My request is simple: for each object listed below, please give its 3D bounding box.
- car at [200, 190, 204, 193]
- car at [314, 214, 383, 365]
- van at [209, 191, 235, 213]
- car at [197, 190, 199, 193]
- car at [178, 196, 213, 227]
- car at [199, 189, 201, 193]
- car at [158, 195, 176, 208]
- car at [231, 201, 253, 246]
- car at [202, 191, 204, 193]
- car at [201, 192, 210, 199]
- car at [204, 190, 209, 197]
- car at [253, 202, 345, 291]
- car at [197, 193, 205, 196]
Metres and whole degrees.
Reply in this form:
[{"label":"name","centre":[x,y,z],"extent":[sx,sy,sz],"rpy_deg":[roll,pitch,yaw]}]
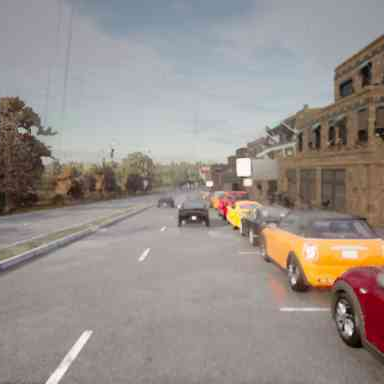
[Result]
[{"label":"car","centre":[3.246,0.846,69.786],"extent":[1.946,1.575,5.366],"rpy_deg":[0,1,0]},{"label":"car","centre":[3.225,1.322,3.394],"extent":[2.185,1.767,4.553],"rpy_deg":[0,1,0]},{"label":"van","centre":[3.237,0.922,36.691],"extent":[1.878,1.987,4.442],"rpy_deg":[0,1,0]},{"label":"car","centre":[3.242,0.652,91.695],"extent":[2.231,1.521,4.892],"rpy_deg":[0,1,0]},{"label":"car","centre":[0.106,1.284,21.286],"extent":[1.882,1.535,5.008],"rpy_deg":[0,1,0]},{"label":"car","centre":[3.250,0.675,75.094],"extent":[2.185,1.767,4.553],"rpy_deg":[0,1,0]},{"label":"car","centre":[-3.138,1.131,41.329],"extent":[1.837,1.490,4.892],"rpy_deg":[0,1,0]},{"label":"car","centre":[3.230,1.349,14.471],"extent":[2.231,1.521,4.892],"rpy_deg":[0,1,0]},{"label":"car","centre":[3.243,0.951,58.544],"extent":[2.231,1.521,4.892],"rpy_deg":[0,1,0]},{"label":"car","centre":[3.250,0.746,80.838],"extent":[1.946,1.575,5.366],"rpy_deg":[0,1,0]},{"label":"car","centre":[3.240,0.923,47.594],"extent":[2.185,1.767,4.553],"rpy_deg":[0,1,0]},{"label":"car","centre":[3.228,1.273,8.920],"extent":[2.185,1.767,4.553],"rpy_deg":[0,1,0]},{"label":"car","centre":[0.112,1.185,40.091],"extent":[2.033,1.411,5.357],"rpy_deg":[0,1,0]}]
